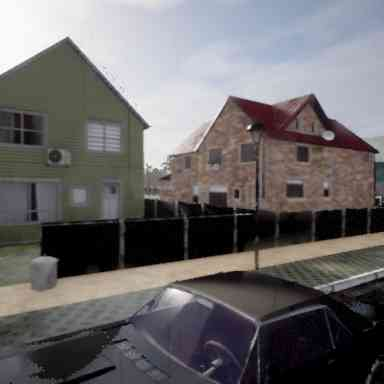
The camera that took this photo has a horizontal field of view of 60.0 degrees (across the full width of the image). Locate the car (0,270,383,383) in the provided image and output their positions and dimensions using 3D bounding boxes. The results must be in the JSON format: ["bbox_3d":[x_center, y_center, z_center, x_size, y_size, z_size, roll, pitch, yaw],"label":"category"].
[{"bbox_3d":[0.233,1.603,3.238,4.718,1.301,1.895,0,0,-36],"label":"car"}]
